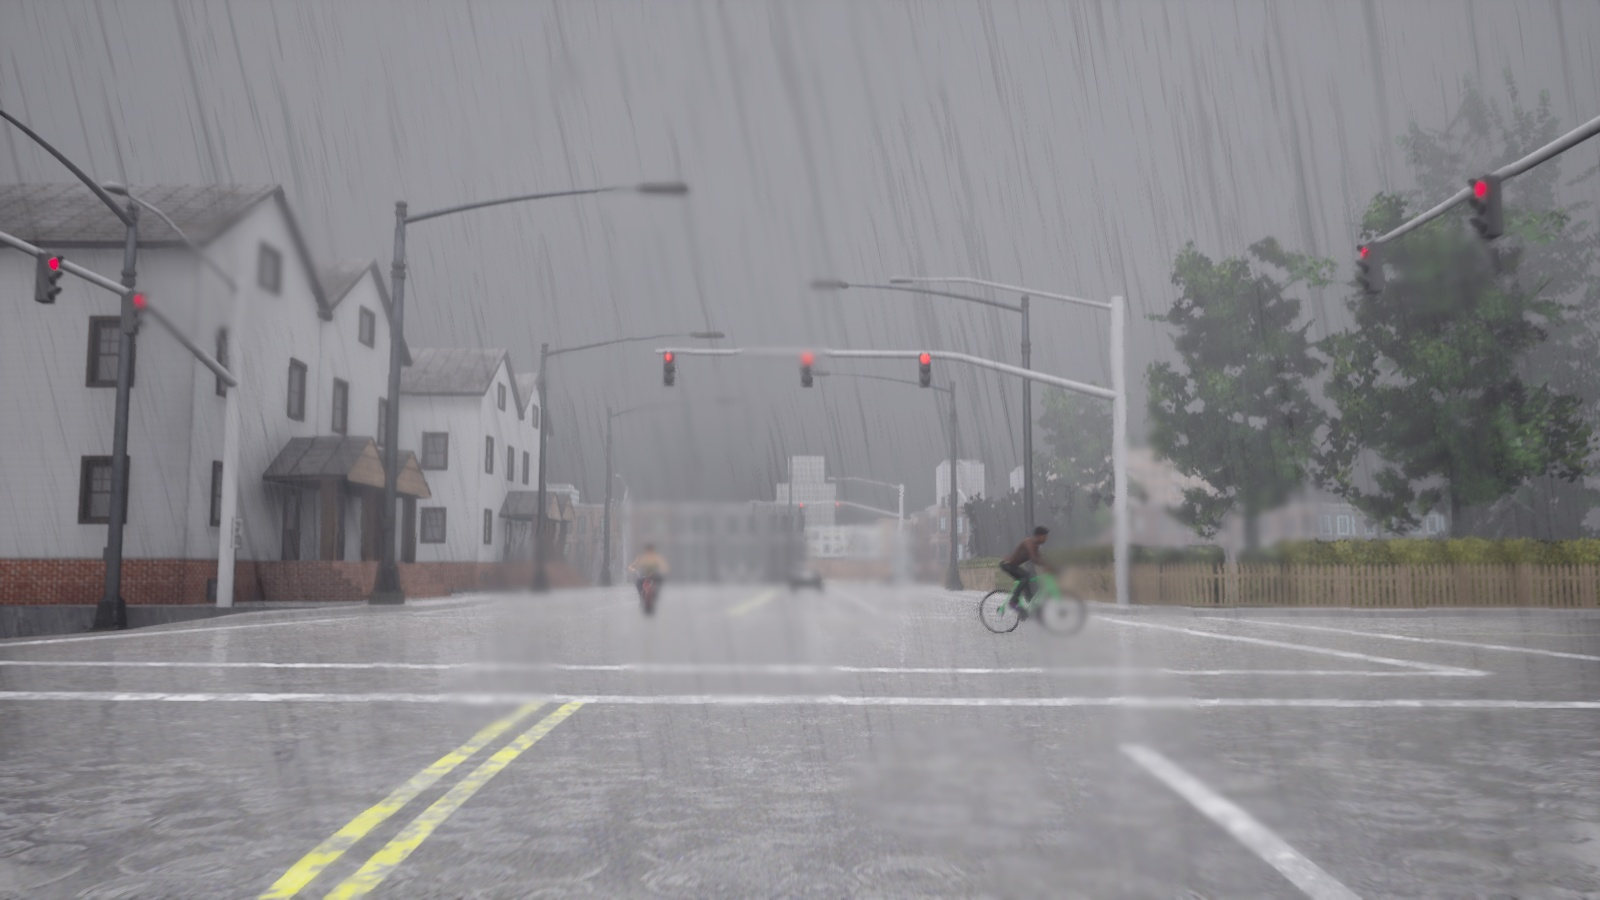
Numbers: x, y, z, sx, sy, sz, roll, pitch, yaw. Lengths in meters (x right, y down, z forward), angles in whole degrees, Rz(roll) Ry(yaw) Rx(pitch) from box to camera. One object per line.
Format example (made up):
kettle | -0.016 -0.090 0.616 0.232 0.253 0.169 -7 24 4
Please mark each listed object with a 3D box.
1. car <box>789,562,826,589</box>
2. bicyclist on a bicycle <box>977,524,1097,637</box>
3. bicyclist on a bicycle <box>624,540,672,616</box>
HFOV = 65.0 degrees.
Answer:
car | 0.407 6.912 69.248 1.970 1.475 3.806 0 -6 1
bicyclist on a bicycle | 3.534 1.936 18.740 1.656 1.620 0.582 -2 -7 28
bicyclist on a bicycle | -3.333 2.824 27.710 0.866 1.612 1.509 0 -6 0
